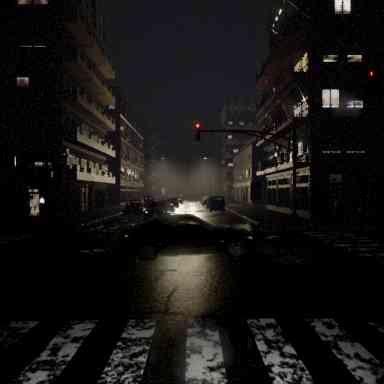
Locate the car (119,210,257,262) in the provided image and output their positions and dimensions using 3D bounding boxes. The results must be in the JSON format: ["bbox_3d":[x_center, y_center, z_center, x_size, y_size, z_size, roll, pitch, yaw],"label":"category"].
[{"bbox_3d":[-0.145,1.510,11.522,4.674,1.442,1.812,-1,0,0],"label":"car"}]

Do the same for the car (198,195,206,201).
[{"bbox_3d":[2.655,1.528,87.777,1.947,1.339,4.313,0,0,0],"label":"car"}]

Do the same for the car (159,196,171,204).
[{"bbox_3d":[-5.248,1.525,65.459,1.887,1.381,4.507,0,0,0],"label":"car"}]

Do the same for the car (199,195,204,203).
[{"bbox_3d":[2.623,1.551,54.288,1.947,1.339,4.313,0,0,0],"label":"car"}]

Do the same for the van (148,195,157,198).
[{"bbox_3d":[-5.365,1.330,43.134,1.690,1.788,3.998,0,0,0],"label":"van"}]

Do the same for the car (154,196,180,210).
[{"bbox_3d":[-2.811,1.538,37.086,2.033,1.411,5.357,0,0,0],"label":"car"}]

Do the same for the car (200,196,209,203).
[{"bbox_3d":[2.638,1.521,71.032,1.887,1.381,4.507,0,0,0],"label":"car"}]

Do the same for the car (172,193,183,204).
[{"bbox_3d":[-2.736,1.204,58.942,2.150,2.045,5.566,0,0,0],"label":"car"}]

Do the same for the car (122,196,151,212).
[{"bbox_3d":[-5.411,1.432,31.970,1.967,1.590,4.097,0,0,0],"label":"car"}]

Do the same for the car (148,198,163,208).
[{"bbox_3d":[-5.313,1.569,48.715,1.802,1.307,4.206,0,0,0],"label":"car"}]

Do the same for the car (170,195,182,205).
[{"bbox_3d":[-2.791,1.513,46.998,1.812,1.442,4.674,0,0,0],"label":"car"}]

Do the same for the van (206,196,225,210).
[{"bbox_3d":[2.733,1.332,36.922,1.690,1.788,3.998,0,0,0],"label":"van"}]

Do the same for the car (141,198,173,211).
[{"bbox_3d":[-2.809,1.520,27.440,1.812,1.442,4.674,0,0,-1],"label":"car"}]

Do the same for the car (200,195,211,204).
[{"bbox_3d":[2.632,1.420,65.451,1.967,1.590,4.097,0,0,0],"label":"car"}]

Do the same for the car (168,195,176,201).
[{"bbox_3d":[-5.225,1.513,87.785,2.008,1.369,4.403,0,0,0],"label":"car"}]

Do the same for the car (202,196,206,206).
[{"bbox_3d":[2.704,1.533,43.126,1.887,1.381,4.507,0,0,0],"label":"car"}]
